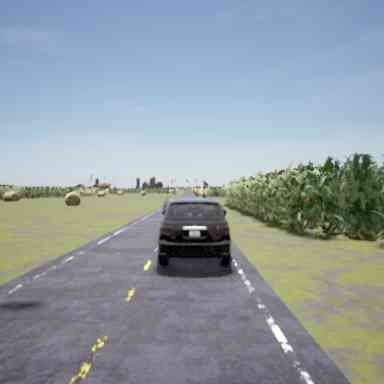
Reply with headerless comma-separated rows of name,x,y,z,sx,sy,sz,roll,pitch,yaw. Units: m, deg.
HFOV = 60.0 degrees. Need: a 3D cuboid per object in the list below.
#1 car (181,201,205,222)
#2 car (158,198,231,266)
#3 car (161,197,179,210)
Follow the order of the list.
car,0.076,1.523,27.821,1.837,1.490,4.892,0,0,0
car,0.081,1.234,11.680,2.150,2.045,5.566,0,0,0
car,-2.852,1.498,43.955,2.128,1.511,4.902,0,0,0
